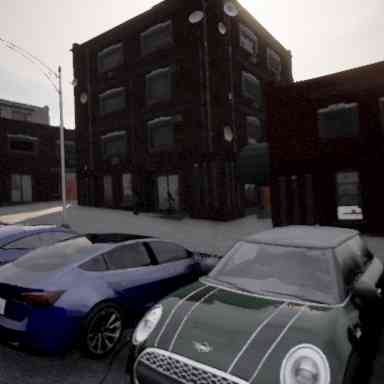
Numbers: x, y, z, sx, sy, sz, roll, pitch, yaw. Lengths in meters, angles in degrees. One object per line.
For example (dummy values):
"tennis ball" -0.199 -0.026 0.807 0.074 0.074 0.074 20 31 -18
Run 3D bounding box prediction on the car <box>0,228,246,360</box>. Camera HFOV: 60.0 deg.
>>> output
"car" -1.112 1.483 6.152 2.163 1.488 4.792 0 0 36

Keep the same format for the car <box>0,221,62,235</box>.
"car" -3.522 1.476 7.834 2.002 1.452 4.674 0 0 36
